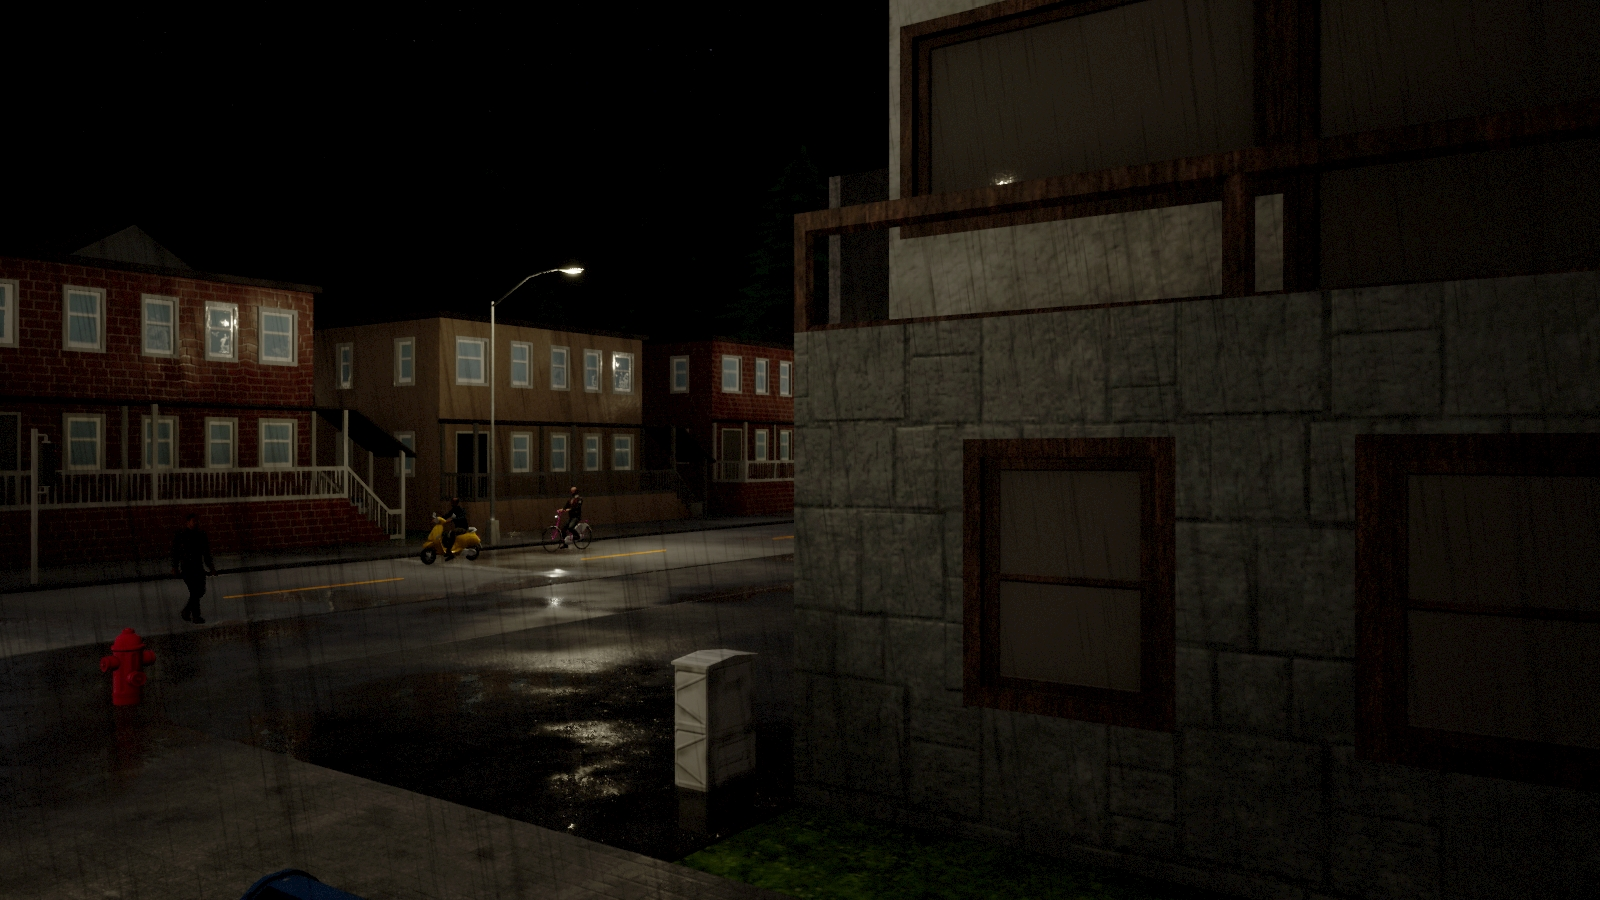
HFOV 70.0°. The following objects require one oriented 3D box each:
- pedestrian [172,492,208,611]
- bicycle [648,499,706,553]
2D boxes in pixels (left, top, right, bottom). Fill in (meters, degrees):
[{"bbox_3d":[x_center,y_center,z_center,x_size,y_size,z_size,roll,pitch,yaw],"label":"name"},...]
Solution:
[{"bbox_3d":[-9.824,1.620,18.389,0.375,1.860,0.375,0,0,33],"label":"pedestrian"},{"bbox_3d":[-3.119,1.932,29.174,0.329,1.271,1.835,0,0,35],"label":"bicycle"}]
